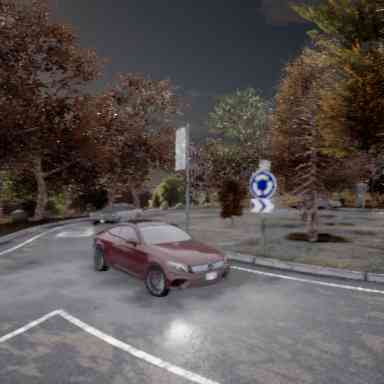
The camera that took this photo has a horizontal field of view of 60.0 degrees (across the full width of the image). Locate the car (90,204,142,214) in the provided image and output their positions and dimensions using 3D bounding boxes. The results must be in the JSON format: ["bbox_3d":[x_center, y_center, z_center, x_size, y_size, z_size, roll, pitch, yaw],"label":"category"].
[{"bbox_3d":[-5.053,1.472,22.544,1.895,1.301,4.718,0,0,12],"label":"car"}]

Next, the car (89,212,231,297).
[{"bbox_3d":[-1.057,1.480,8.764,1.812,1.442,4.674,0,0,-39],"label":"car"}]

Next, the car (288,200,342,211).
[{"bbox_3d":[13.313,1.291,36.199,5.357,1.411,2.033,0,0,7],"label":"car"}]
